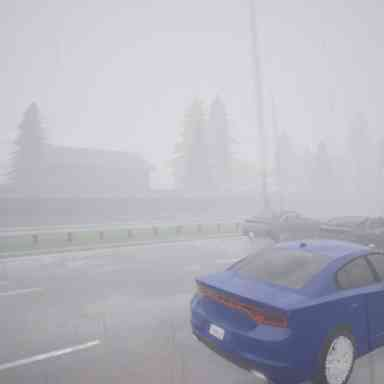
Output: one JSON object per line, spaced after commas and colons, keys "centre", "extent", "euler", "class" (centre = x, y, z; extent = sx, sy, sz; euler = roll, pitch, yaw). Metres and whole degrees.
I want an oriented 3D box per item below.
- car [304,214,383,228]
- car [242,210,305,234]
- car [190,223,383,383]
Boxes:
{"centre": [6.716, 1.628, 12.838], "extent": [4.892, 1.490, 1.837], "euler": [0, 0, -36], "class": "car"}
{"centre": [4.506, 1.612, 15.561], "extent": [4.902, 1.511, 2.128], "euler": [1, 0, -36], "class": "car"}
{"centre": [2.311, 1.524, 5.395], "extent": [5.008, 1.535, 1.882], "euler": [1, 0, -36], "class": "car"}
